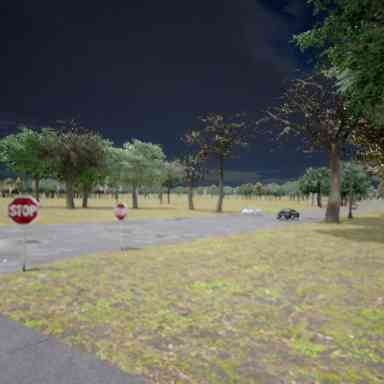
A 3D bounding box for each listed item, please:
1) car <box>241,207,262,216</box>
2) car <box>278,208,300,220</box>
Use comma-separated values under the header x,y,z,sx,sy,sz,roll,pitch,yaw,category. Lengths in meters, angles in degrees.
x,y,z,sx,sy,sz,roll,pitch,yaw,category
9.292,3.009,51.792,1.812,1.442,4.674,1,-1,36,car
13.281,3.023,45.355,1.837,1.490,4.892,1,-1,36,car
